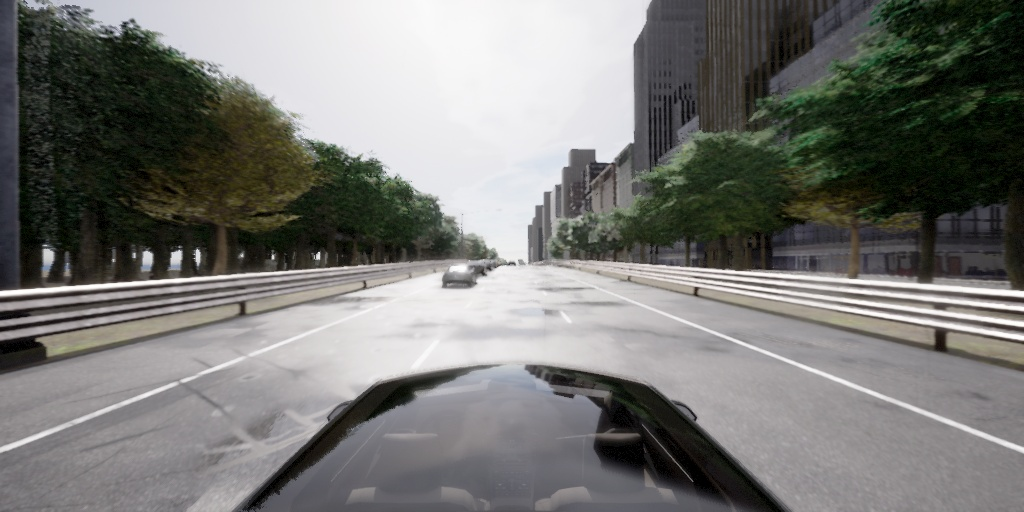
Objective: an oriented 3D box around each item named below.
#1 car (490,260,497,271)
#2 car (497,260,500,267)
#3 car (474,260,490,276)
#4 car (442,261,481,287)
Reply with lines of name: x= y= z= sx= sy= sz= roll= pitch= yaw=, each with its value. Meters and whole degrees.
car: x=-3.438 y=1.212 z=46.680 sx=1.837 sy=1.490 sz=4.892 roll=0 pitch=0 yaw=3
car: x=-3.517 y=1.330 z=57.470 sx=2.033 sy=1.411 sz=5.357 roll=0 pitch=-1 yaw=0
car: x=-3.510 y=1.170 z=35.458 sx=1.882 sy=1.535 sz=5.008 roll=0 pitch=0 yaw=0
car: x=-3.506 y=1.281 z=24.454 sx=1.994 sy=1.385 sz=4.181 roll=0 pitch=0 yaw=0
